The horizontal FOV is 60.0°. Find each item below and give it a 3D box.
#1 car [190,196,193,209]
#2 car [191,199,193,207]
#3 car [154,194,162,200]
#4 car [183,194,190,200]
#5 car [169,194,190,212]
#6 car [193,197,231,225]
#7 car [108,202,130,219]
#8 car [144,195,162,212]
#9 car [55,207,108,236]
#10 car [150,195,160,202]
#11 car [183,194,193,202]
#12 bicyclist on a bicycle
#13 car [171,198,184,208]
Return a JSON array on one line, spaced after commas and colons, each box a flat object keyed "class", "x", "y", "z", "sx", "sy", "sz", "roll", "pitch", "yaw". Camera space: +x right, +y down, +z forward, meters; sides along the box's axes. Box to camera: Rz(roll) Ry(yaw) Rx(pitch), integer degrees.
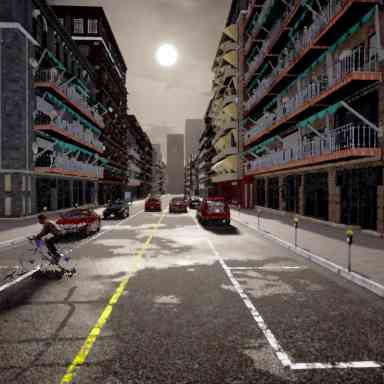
[{"class": "car", "x": 0.476, "y": 1.568, "z": 46.367, "sx": 1.947, "sy": 1.339, "sz": 4.313, "roll": -1, "pitch": 0, "yaw": -3}, {"class": "car", "x": 1.252, "y": 1.549, "z": 29.392, "sx": 2.008, "sy": 1.369, "sz": 4.403, "roll": -1, "pitch": 0, "yaw": -3}, {"class": "car", "x": -9.444, "y": 1.468, "z": 91.485, "sx": 1.967, "sy": 1.590, "sz": 4.097, "roll": -1, "pitch": 0, "yaw": -3}, {"class": "car", "x": -1.558, "y": 1.468, "z": 91.636, "sx": 1.967, "sy": 1.590, "sz": 4.097, "roll": -1, "pitch": 0, "yaw": -3}, {"class": "car", "x": -1.666, "y": 1.352, "z": 39.702, "sx": 2.097, "sy": 1.767, "sz": 4.553, "roll": 0, "pitch": 0, "yaw": -2}, {"class": "car", "x": 1.508, "y": 1.313, "z": 23.734, "sx": 2.192, "sy": 1.841, "sz": 5.009, "roll": -1, "pitch": 0, "yaw": -3}, {"class": "car", "x": -6.603, "y": 1.564, "z": 29.386, "sx": 1.947, "sy": 1.339, "sz": 4.313, "roll": -1, "pitch": 0, "yaw": -3}, {"class": "car", "x": -4.596, "y": 1.478, "z": 39.661, "sx": 1.882, "sy": 1.535, "sz": 5.008, "roll": 0, "pitch": 0, "yaw": -3}, {"class": "car", "x": -6.086, "y": 1.579, "z": 18.095, "sx": 1.802, "sy": 1.307, "sz": 4.206, "roll": -1, "pitch": 0, "yaw": -3}, {"class": "car", "x": -8.927, "y": 1.460, "z": 80.194, "sx": 1.967, "sy": 1.590, "sz": 4.097, "roll": -1, "pitch": 0, "yaw": -3}, {"class": "car", "x": -1.057, "y": 1.335, "z": 80.319, "sx": 2.192, "sy": 1.841, "sz": 5.009, "roll": -1, "pitch": 0, "yaw": -3}, {"class": "bicyclist on a bicycle", "x": -4.025, "y": 1.453, "z": 9.360, "sx": 1.656, "sy": 1.620, "sz": 0.582, "roll": -2, "pitch": 0, "yaw": -3}, {"class": "car", "x": -2.145, "y": 1.605, "z": 49.464, "sx": 1.895, "sy": 1.301, "sz": 4.718, "roll": 0, "pitch": 0, "yaw": -2}]
